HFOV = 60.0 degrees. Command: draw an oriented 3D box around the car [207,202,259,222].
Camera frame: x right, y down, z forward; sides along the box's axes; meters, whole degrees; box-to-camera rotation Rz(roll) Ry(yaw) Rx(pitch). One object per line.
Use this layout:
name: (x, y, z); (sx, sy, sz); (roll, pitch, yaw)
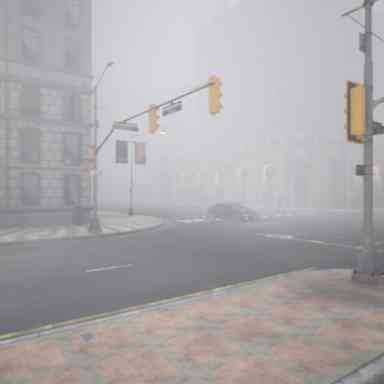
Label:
car: (3.184, 1.592, 26.438); (1.837, 1.490, 4.892); (0, 1, -36)
